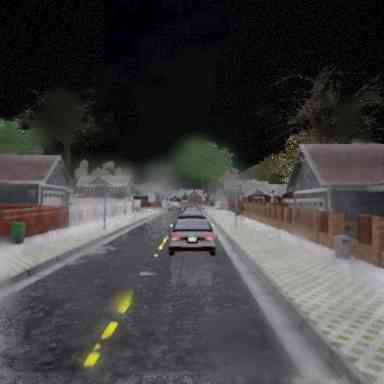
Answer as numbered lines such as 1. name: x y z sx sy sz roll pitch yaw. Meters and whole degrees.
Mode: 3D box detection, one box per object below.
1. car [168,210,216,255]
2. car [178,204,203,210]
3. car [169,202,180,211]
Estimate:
1. car: 0.012 1.711 14.007 2.033 1.411 5.357 0 -1 0
2. car: 0.027 1.952 29.271 1.994 1.385 4.181 0 -1 0
3. car: -2.709 2.390 55.384 1.812 1.442 4.674 0 -1 0
